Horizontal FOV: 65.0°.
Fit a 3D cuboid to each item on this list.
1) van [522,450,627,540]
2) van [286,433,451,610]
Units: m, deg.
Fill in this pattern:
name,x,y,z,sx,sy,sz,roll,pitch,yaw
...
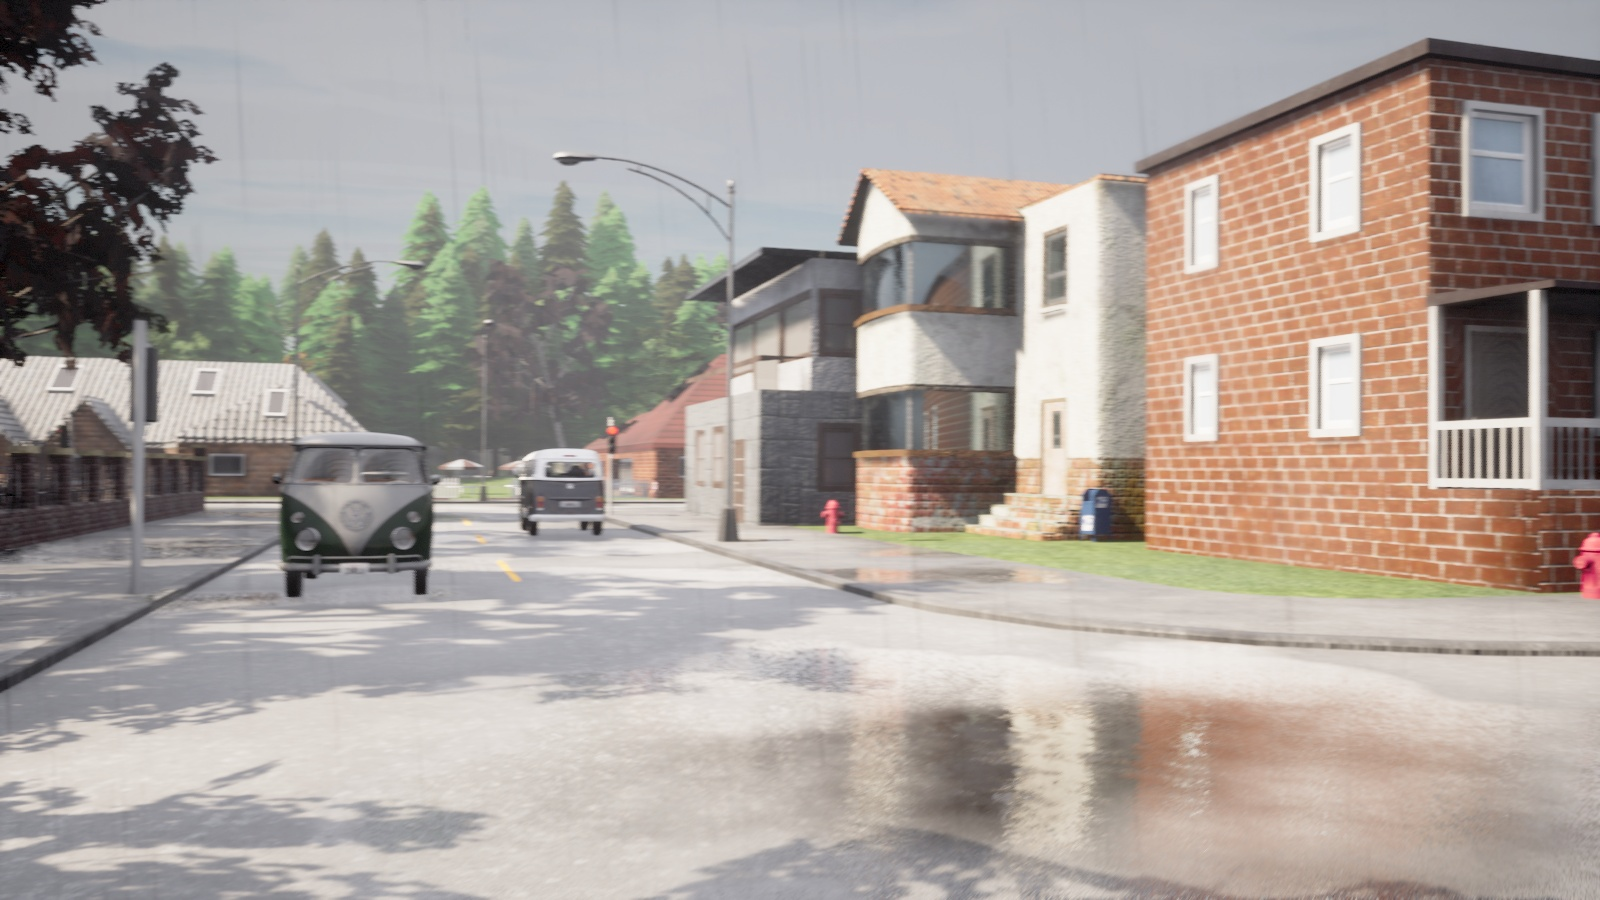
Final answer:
name,x,y,z,sx,sy,sz,roll,pitch,yaw
van,-5.623,1.055,30.930,2.069,2.038,4.480,0,-1,-16
van,-5.552,0.843,16.481,1.775,1.987,4.442,0,-1,-17
